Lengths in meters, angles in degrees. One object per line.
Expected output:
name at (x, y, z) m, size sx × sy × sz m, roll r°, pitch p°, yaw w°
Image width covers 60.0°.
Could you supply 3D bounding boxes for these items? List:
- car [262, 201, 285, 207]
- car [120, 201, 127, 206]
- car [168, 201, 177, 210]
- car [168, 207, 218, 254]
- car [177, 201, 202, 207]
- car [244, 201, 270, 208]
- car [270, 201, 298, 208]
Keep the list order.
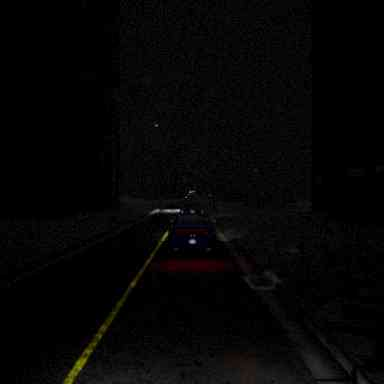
car at (17.856, 2.626, 72.814) m, size 4.403 × 1.369 × 2.008 m, roll 1°, pitch -1°, yaw 0°
car at (-14.713, 2.056, 64.232) m, size 4.403 × 1.369 × 2.008 m, roll 1°, pitch -1°, yaw 0°
car at (-2.967, 2.187, 54.818) m, size 1.895 × 1.301 × 4.718 m, roll 0°, pitch -1°, yaw 0°
car at (0.043, 1.622, 14.247) m, size 1.882 × 1.535 × 5.008 m, roll 0°, pitch 0°, yaw 1°
car at (0.050, 1.646, 28.436) m, size 2.097 × 1.767 × 4.553 m, roll 0°, pitch -1°, yaw 1°
car at (12.196, 2.465, 64.296) m, size 4.313 × 1.339 × 1.947 m, roll 1°, pitch -2°, yaw 0°
car at (18.009, 2.514, 64.290) m, size 4.829 × 1.417 × 1.752 m, roll 1°, pitch -2°, yaw 0°
